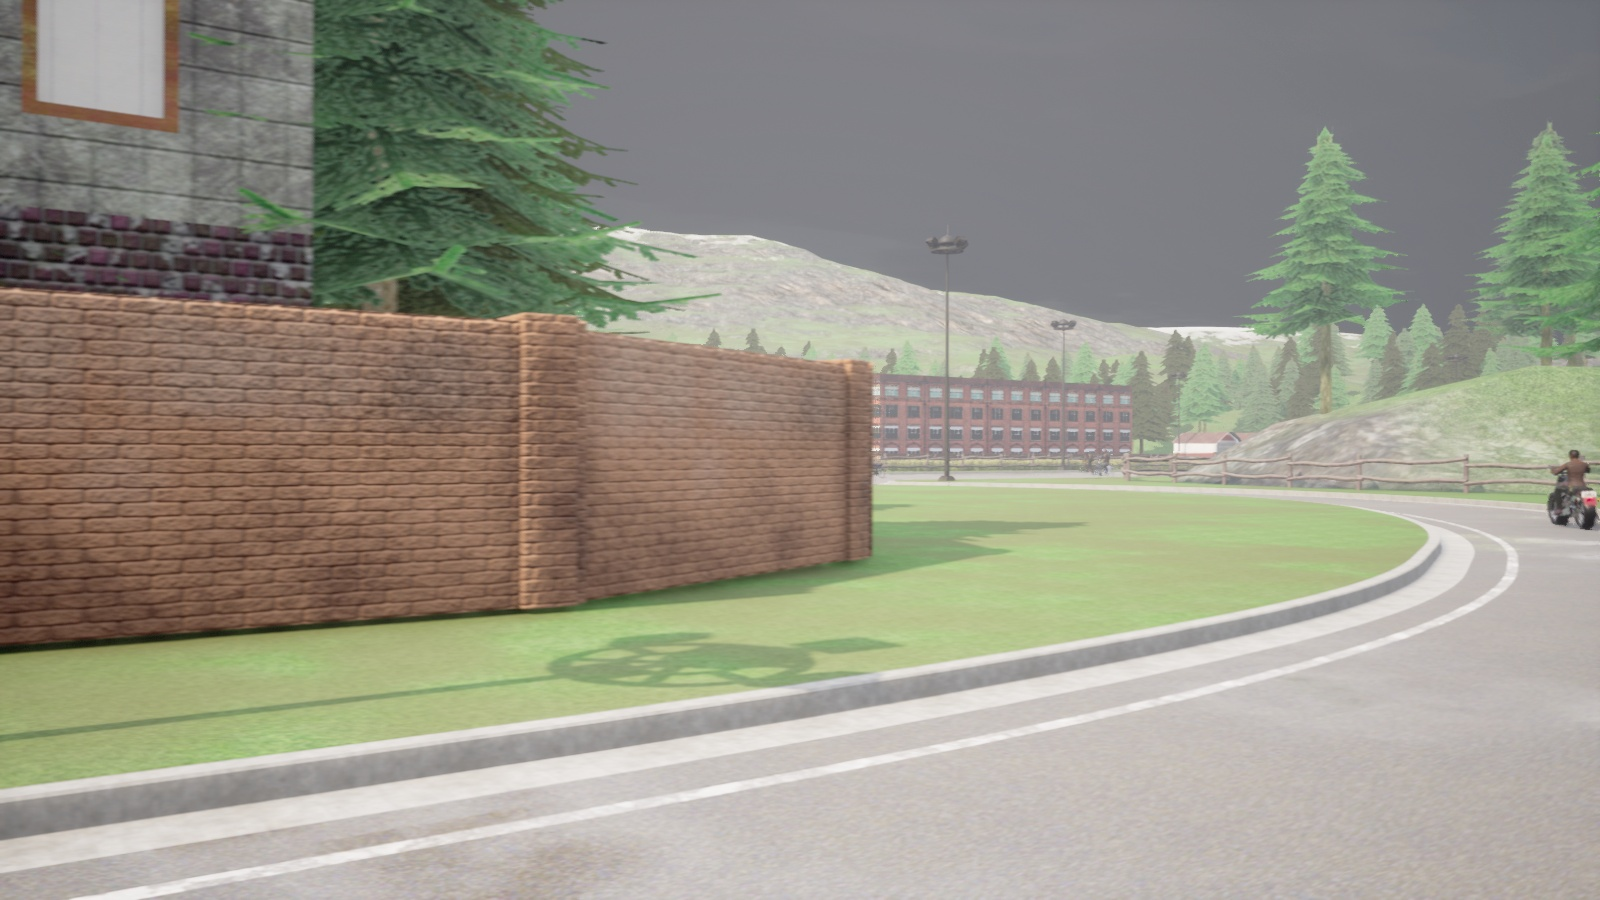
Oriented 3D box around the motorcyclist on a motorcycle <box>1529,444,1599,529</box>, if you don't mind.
[{"bbox_3d":[15.778,0.725,25.789,0.766,1.649,2.350,-1,0,15],"label":"motorcyclist on a motorcycle"}]
